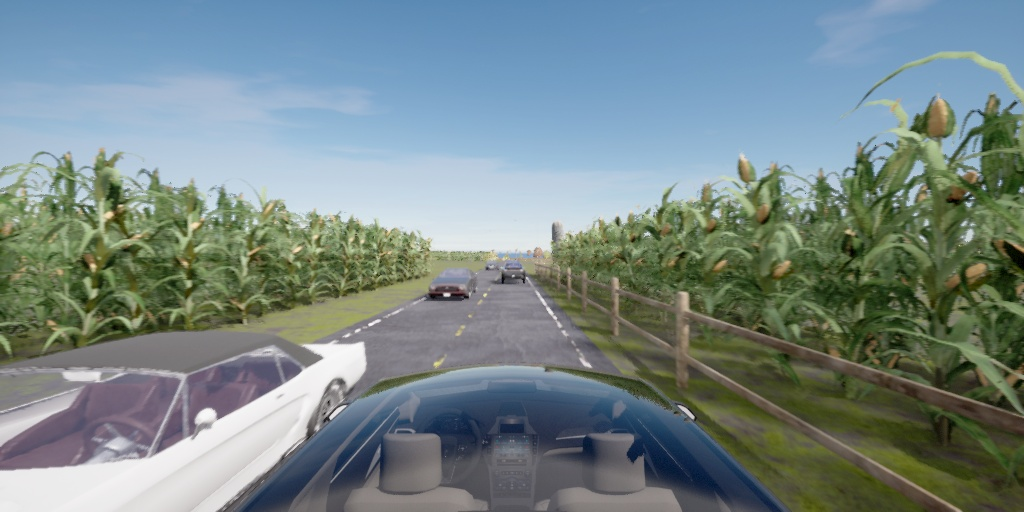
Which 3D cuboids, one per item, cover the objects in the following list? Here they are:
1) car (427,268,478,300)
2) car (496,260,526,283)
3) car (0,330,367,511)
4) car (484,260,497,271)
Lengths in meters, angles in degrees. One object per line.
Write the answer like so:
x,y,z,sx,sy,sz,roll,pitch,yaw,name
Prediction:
-2.804,1.301,18.186,2.033,1.411,5.357,0,0,0,car
0.099,1.255,28.317,2.128,1.511,4.902,0,0,0,car
-2.852,1.350,2.507,1.895,1.301,4.718,0,0,0,car
-2.815,1.319,50.966,1.812,1.442,4.674,0,0,0,car
